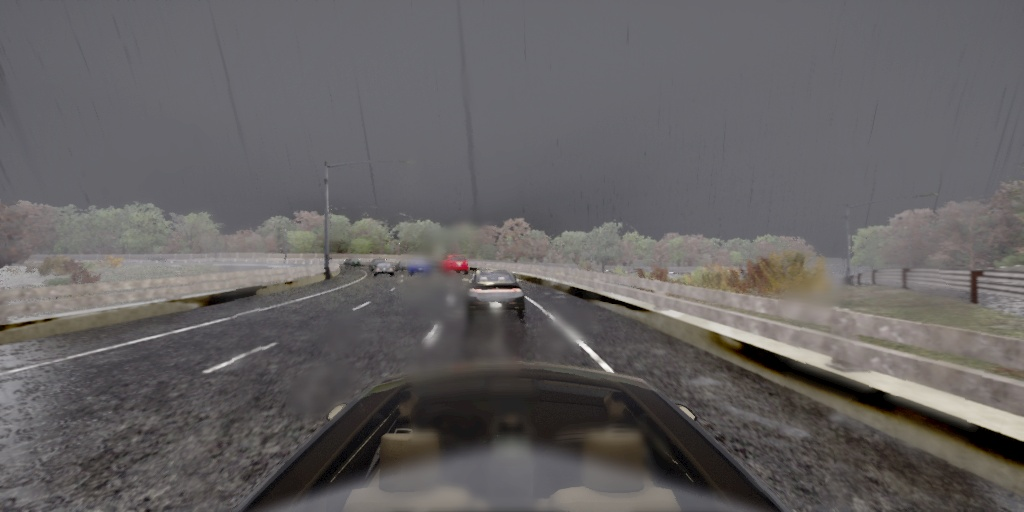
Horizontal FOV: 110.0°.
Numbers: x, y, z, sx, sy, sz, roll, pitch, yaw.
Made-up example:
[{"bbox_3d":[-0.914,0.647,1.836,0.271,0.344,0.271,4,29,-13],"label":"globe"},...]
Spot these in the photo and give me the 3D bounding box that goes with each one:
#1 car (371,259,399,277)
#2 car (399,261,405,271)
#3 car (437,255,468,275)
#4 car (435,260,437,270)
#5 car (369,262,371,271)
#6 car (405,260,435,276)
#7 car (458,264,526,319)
[{"bbox_3d":[-12.902,1.318,36.136,2.033,1.411,5.357,0,0,-21],"label":"car"},{"bbox_3d":[-14.564,1.321,49.196,1.994,1.385,4.181,0,0,-27],"label":"car"},{"bbox_3d":[-6.153,0.944,38.042,2.150,2.045,5.566,0,0,-21],"label":"car"},{"bbox_3d":[-11.158,1.240,50.184,1.837,1.490,4.892,0,1,-26],"label":"car"},{"bbox_3d":[-17.743,1.131,47.728,2.097,1.767,4.553,0,0,-26],"label":"car"},{"bbox_3d":[-9.644,1.224,37.388,1.882,1.535,5.008,0,0,-21],"label":"car"},{"bbox_3d":[-0.682,1.226,12.749,2.128,1.511,4.902,0,0,-6],"label":"car"}]
